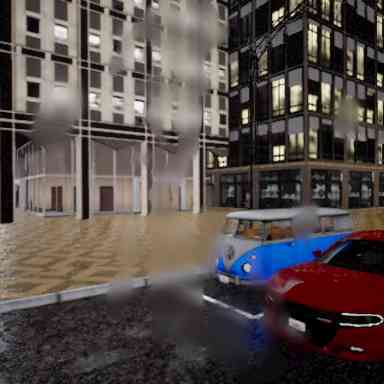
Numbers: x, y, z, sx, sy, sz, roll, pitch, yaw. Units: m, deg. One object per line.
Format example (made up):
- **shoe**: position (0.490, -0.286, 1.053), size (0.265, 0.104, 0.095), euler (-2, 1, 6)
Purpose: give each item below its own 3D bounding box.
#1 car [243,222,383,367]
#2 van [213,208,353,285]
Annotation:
- **car**: position (3.406, 1.447, 5.791), size (5.008, 1.535, 1.882), euler (0, 0, -35)
- **van**: position (2.392, 1.309, 8.264), size (3.998, 1.788, 1.690), euler (0, 0, -35)
